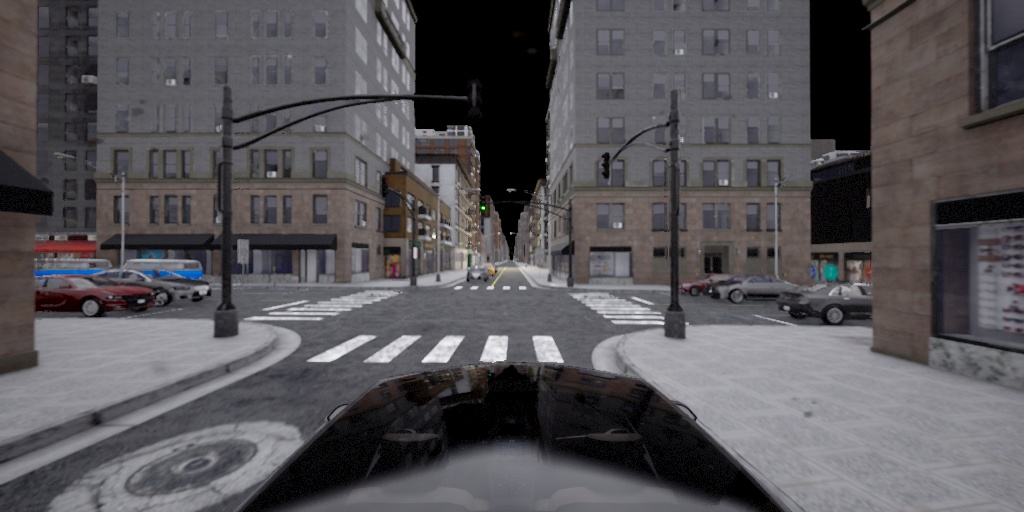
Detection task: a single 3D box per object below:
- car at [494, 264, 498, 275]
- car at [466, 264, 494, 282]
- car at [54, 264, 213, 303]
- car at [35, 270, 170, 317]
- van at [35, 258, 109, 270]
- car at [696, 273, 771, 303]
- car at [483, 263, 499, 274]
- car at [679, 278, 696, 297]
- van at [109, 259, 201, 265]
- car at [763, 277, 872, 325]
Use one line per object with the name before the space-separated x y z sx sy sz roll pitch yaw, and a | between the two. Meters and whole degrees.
car | -3.111 1.658 43.388 1.882 1.535 5.008 0 -1 0
car | -3.104 1.572 33.305 2.128 1.511 4.902 0 -1 0
car | -15.566 1.268 15.248 4.902 1.511 2.128 1 0 0
car | -15.147 1.310 12.485 4.507 1.381 1.888 0 0 0
van | -26.098 1.049 21.093 3.998 1.789 1.690 0 0 0
car | 12.100 1.626 18.260 4.181 1.385 1.994 1 0 0
car | -3.102 1.826 53.495 2.033 1.411 5.357 0 -1 1
car | 11.647 1.654 20.827 4.207 1.307 1.802 0 0 0
van | -20.607 1.101 21.056 3.998 1.789 1.690 0 0 0
car | 11.615 1.575 12.302 4.403 1.370 2.007 0 0 0
